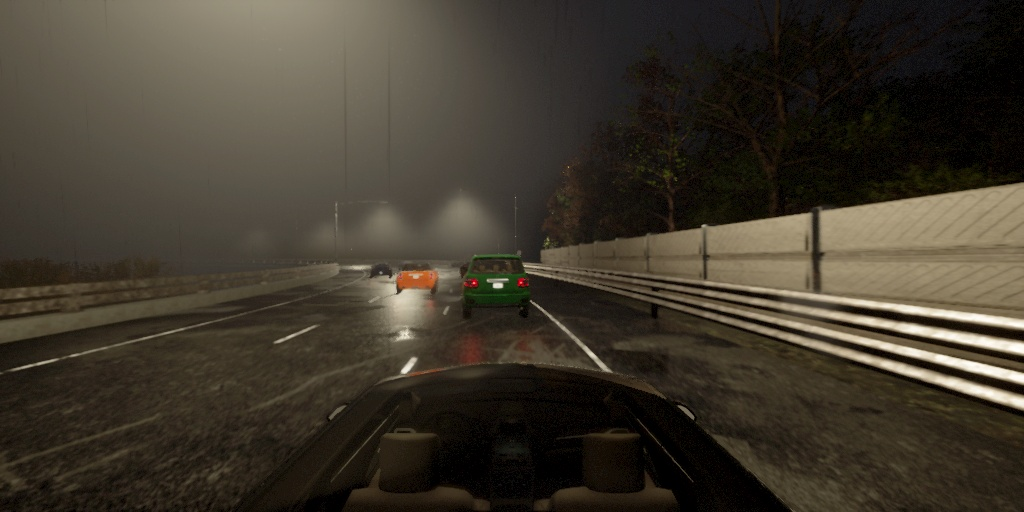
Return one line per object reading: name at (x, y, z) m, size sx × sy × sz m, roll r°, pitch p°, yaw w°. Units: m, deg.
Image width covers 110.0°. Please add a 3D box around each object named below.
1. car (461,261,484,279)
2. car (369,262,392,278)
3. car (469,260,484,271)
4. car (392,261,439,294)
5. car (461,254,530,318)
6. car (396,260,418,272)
car at (-3.679, 1.220, 33.026) m, size 1.882 × 1.535 × 5.008 m, roll 0°, pitch 0°, yaw -7°
car at (-12.237, 1.299, 33.777) m, size 1.812 × 1.442 × 4.674 m, roll 0°, pitch 0°, yaw -17°
car at (-4.964, 1.260, 50.882) m, size 1.812 × 1.442 × 4.674 m, roll 0°, pitch 0°, yaw -2°
car at (-5.379, 1.109, 20.800) m, size 2.097 × 1.767 × 4.553 m, roll 0°, pitch 0°, yaw -10°
car at (-0.698, 0.966, 13.252) m, size 2.150 × 2.045 × 5.566 m, roll 0°, pitch 0°, yaw -6°
car at (-14.161, 1.318, 48.249) m, size 2.033 × 1.411 × 5.357 m, roll 0°, pitch 0°, yaw -26°
